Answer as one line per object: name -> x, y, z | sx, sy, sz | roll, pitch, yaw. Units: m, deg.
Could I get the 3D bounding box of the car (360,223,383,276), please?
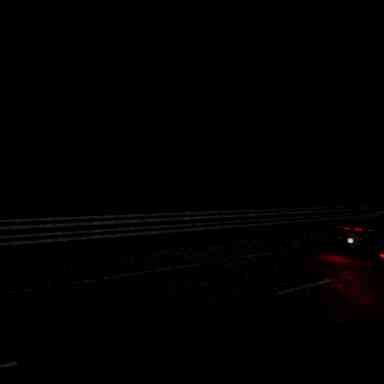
car -> 6.895, 1.574, 8.741 | 5.357, 1.411, 2.033 | 0, 0, -35

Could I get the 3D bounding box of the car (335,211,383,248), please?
car -> 7.834, 1.542, 13.678 | 4.892, 1.490, 1.837 | 0, 0, -35
